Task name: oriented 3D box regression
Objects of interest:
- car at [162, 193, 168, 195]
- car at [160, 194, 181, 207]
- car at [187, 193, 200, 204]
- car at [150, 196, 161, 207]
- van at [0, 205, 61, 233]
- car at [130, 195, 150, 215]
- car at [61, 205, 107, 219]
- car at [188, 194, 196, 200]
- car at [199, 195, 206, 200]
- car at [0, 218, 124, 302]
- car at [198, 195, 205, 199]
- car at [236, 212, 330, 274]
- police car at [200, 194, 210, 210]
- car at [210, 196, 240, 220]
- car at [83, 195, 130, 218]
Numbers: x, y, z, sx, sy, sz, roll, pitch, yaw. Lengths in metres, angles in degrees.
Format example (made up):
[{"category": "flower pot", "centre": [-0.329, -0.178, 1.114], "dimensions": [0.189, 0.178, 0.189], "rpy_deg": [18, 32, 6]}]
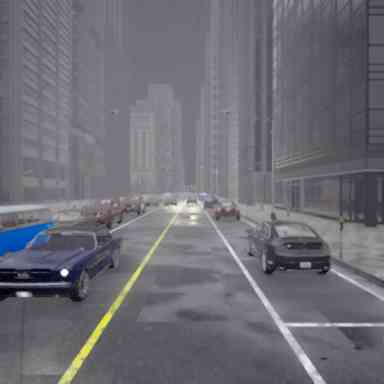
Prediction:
[{"category": "car", "centre": [-5.788, 1.446, 61.017], "dimensions": [2.008, 1.369, 4.403], "rpy_deg": [0, 0, 0]}, {"category": "car", "centre": [-3.102, 1.461, 49.347], "dimensions": [2.033, 1.411, 5.357], "rpy_deg": [0, 0, 0]}, {"category": "car", "centre": [-0.022, 1.446, 58.697], "dimensions": [2.033, 1.411, 5.357], "rpy_deg": [0, 0, 0]}, {"category": "car", "centre": [-5.784, 1.479, 49.736], "dimensions": [1.947, 1.339, 4.313], "rpy_deg": [0, 0, 0]}, {"category": "van", "centre": [-5.769, 1.320, 10.250], "dimensions": [1.690, 1.788, 3.998], "rpy_deg": [0, 0, 0]}, {"category": "car", "centre": [-5.778, 1.256, 32.813], "dimensions": [2.192, 1.841, 5.009], "rpy_deg": [0, 0, 0]}, {"category": "car", "centre": [-5.771, 1.520, 15.891], "dimensions": [2.008, 1.369, 4.403], "rpy_deg": [0, 0, 0]}, {"category": "car", "centre": [-0.028, 1.179, 79.248], "dimensions": [1.837, 1.490, 4.892], "rpy_deg": [0, 0, 0]}, {"category": "car", "centre": [2.727, 1.430, 89.228], "dimensions": [1.802, 1.307, 4.206], "rpy_deg": [0, 0, 0]}, {"category": "car", "centre": [-3.103, 1.584, 8.349], "dimensions": [1.895, 1.301, 4.718], "rpy_deg": [0, 0, 0]}, {"category": "car", "centre": [2.725, 1.420, 94.869], "dimensions": [1.802, 1.307, 4.206], "rpy_deg": [0, 0, 0]}, {"category": "car", "centre": [2.757, 1.530, 10.260], "dimensions": [2.008, 1.369, 4.403], "rpy_deg": [0, 0, 0]}, {"category": "police car", "centre": [2.351, 1.352, 40.957], "dimensions": [1.930, 1.638, 5.238], "rpy_deg": [0, 0, 0]}, {"category": "car", "centre": [2.749, 1.389, 27.181], "dimensions": [1.967, 1.590, 4.097], "rpy_deg": [0, 0, 0]}, {"category": "car", "centre": [-5.774, 1.274, 21.531], "dimensions": [2.192, 1.841, 5.009], "rpy_deg": [0, 0, 0]}]
